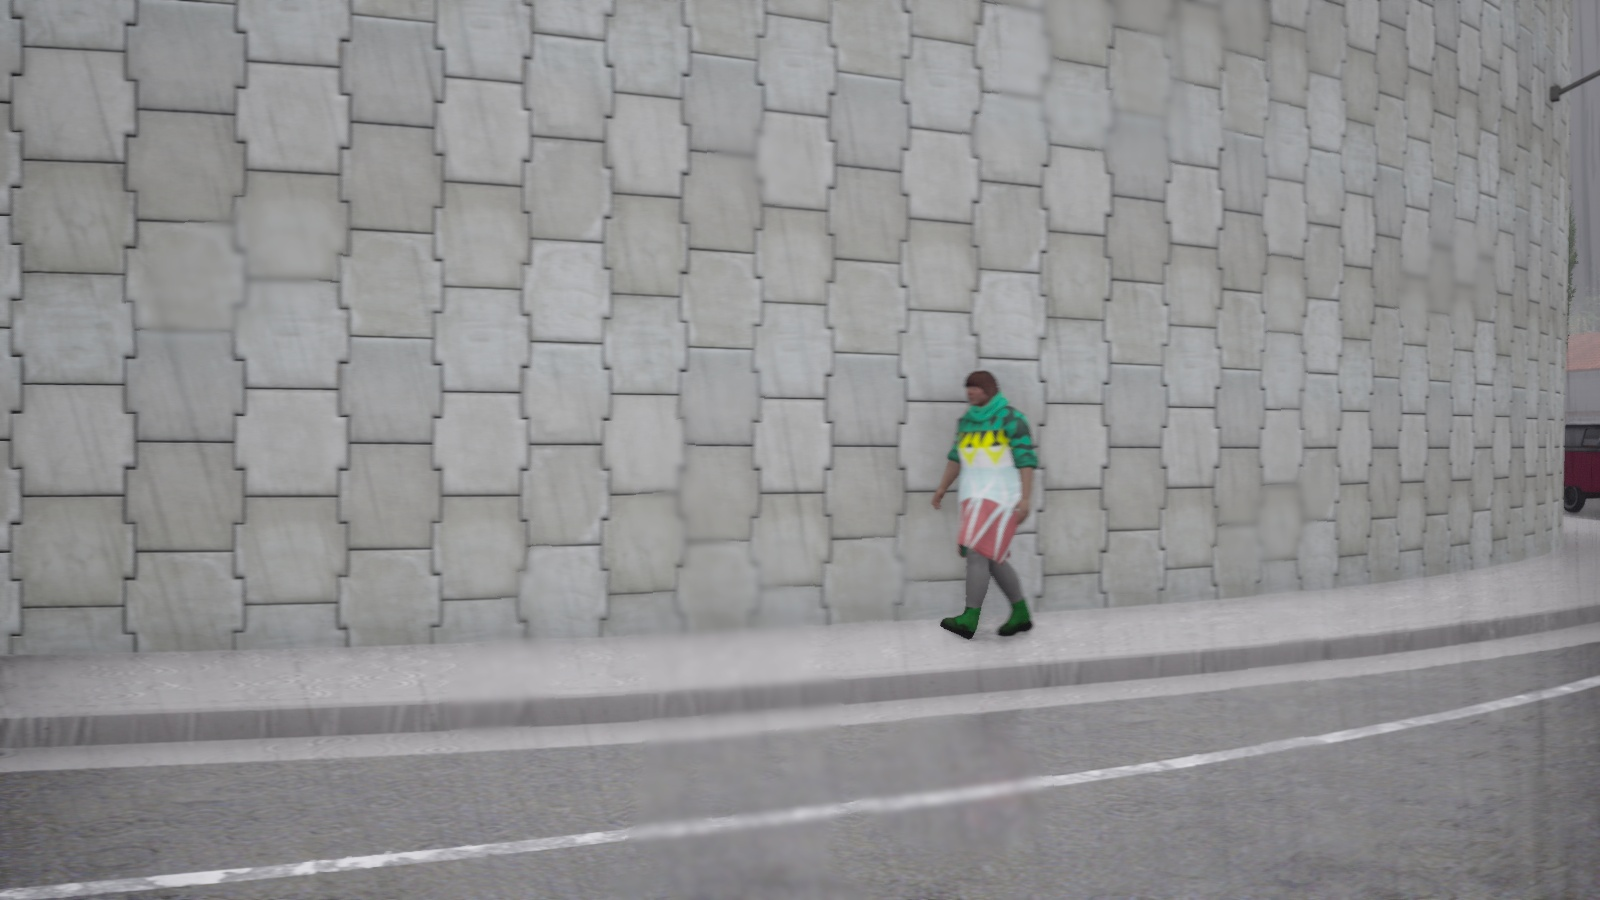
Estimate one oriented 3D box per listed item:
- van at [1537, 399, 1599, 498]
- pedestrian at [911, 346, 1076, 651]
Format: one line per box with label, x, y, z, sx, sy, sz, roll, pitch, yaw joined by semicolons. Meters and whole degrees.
van;17.052;-0.034;25.144;1.775;1.987;4.442;-1;1;-3
pedestrian;1.310;0.304;8.525;0.873;1.952;0.659;-1;1;-28
